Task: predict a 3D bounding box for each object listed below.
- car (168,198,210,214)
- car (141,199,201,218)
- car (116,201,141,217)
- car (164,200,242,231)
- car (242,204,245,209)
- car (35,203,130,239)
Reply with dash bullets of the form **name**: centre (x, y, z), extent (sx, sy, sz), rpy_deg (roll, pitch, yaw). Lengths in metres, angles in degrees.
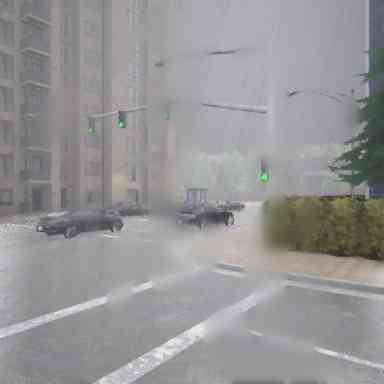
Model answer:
- **car**: centre (-0.270, 1.492, 37.206), extent (2.128, 1.511, 4.902), rpy_deg (0, 0, 36)
- **car**: centre (-1.624, 1.547, 29.414), extent (2.033, 1.411, 5.357), rpy_deg (0, 0, 36)
- **car**: centre (-5.960, 1.547, 29.407), extent (2.033, 1.411, 5.357), rpy_deg (0, 0, 36)
- **car**: centre (0.824, 1.491, 20.540), extent (2.128, 1.511, 4.902), rpy_deg (0, 0, 36)
- **car**: centre (4.029, 1.601, 37.158), extent (1.895, 1.301, 4.718), rpy_deg (0, 0, 36)
- **car**: centre (-5.755, 1.526, 17.472), extent (1.812, 1.442, 4.674), rpy_deg (0, 0, 36)
